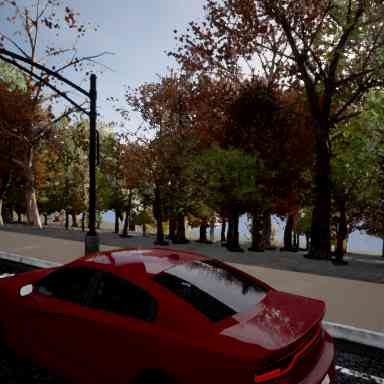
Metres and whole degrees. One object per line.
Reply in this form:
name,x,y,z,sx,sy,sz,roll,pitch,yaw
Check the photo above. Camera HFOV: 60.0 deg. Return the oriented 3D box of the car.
car,-0.876,1.477,4.302,5.008,1.535,1.882,0,0,35
